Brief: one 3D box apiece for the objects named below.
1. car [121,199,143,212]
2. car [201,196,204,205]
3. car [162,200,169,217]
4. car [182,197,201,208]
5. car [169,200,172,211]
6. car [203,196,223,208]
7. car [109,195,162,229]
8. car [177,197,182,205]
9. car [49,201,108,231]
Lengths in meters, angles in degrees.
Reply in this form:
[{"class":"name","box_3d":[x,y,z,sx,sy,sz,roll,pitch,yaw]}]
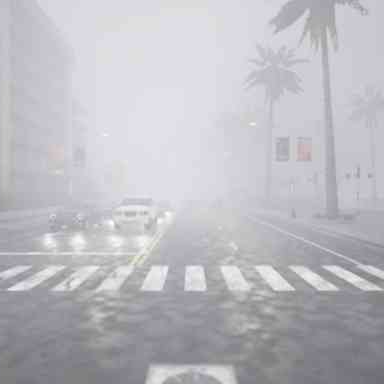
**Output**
[{"class":"car","box_3d":[-6.996,1.544,39.401,1.812,1.442,4.674,0,0,0]},{"class":"car","box_3d":[2.163,1.505,59.773,1.882,1.535,5.008,0,0,-12]},{"class":"car","box_3d":[-3.513,1.540,31.329,1.812,1.442,4.674,0,0,1]},{"class":"car","box_3d":[-0.119,1.500,48.482,1.882,1.535,5.008,0,0,-3]},{"class":"car","box_3d":[-3.496,1.620,41.423,1.895,1.301,4.718,0,0,0]},{"class":"car","box_3d":[3.378,1.514,49.463,2.128,1.511,4.902,0,0,-4]},{"class":"car","box_3d":[-3.525,1.231,21.820,2.150,2.045,5.566,0,0,1]},{"class":"car","box_3d":[-1.460,1.575,60.188,2.033,1.411,5.357,0,0,-12]},{"class":"car","box_3d":[-7.038,1.361,20.621,2.097,1.767,4.553,0,0,1]}]
